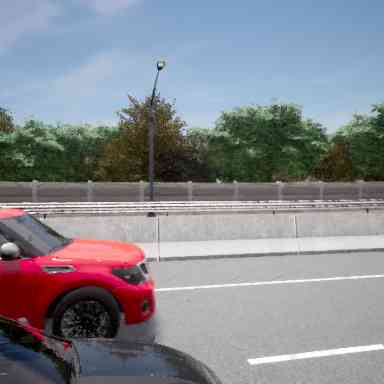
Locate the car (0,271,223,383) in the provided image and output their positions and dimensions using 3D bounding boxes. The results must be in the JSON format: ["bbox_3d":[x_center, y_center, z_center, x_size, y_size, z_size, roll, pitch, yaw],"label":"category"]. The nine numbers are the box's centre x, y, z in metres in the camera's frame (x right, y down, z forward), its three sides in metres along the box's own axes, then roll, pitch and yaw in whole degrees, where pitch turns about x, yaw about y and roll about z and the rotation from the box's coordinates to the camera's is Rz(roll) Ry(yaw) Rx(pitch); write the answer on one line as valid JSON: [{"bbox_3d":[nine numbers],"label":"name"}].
[{"bbox_3d":[-2.018,1.506,1.897,4.892,1.490,1.837,1,0,-12],"label":"car"}]

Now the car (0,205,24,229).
[{"bbox_3d":[-13.765,1.561,20.992,5.357,1.411,2.033,0,0,-13],"label":"car"}]

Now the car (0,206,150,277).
[{"bbox_3d":[-3.378,1.225,5.190,5.566,2.045,2.150,0,0,-12],"label":"car"}]
